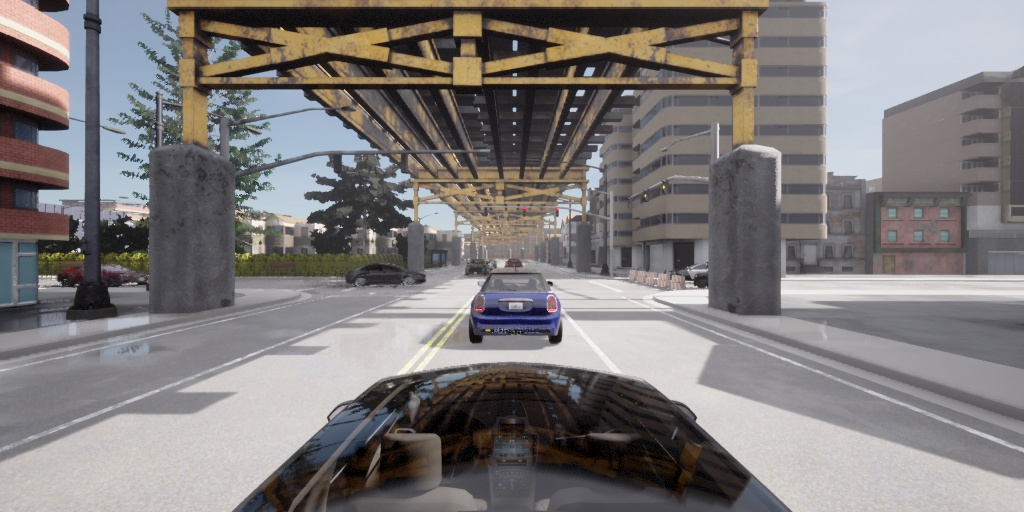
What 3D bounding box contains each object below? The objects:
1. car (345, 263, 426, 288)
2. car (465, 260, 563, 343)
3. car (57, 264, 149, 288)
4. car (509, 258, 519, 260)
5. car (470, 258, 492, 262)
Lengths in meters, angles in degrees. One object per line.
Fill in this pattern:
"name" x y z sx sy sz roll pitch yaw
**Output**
"car" -8.077 1.212 23.064 4.892 1.490 1.837 0 1 -9
"car" 0.100 1.093 9.843 2.097 1.767 4.553 0 0 1
"car" -25.592 1.194 22.533 4.674 1.442 1.812 0 0 0
"car" 0.233 1.047 44.952 2.097 1.767 4.553 0 0 0
"car" -3.503 1.050 36.789 2.097 1.767 4.553 0 0 1
